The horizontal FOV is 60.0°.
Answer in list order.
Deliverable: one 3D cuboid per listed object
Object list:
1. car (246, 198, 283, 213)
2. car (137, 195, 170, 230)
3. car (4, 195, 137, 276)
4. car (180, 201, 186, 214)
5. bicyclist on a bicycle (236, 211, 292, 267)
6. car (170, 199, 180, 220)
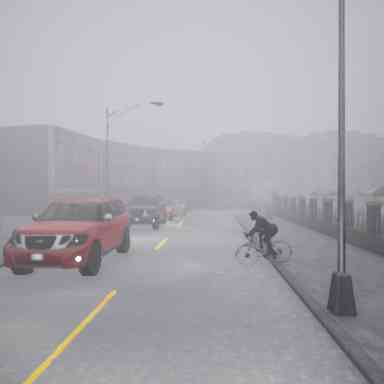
[{"bbox_3d":[8.418,1.451,36.436,4.902,1.511,2.128,0,0,-7],"label":"car"},{"bbox_3d":[-2.989,1.196,21.438,2.150,2.045,5.566,0,0,2],"label":"car"},{"bbox_3d":[-3.543,1.210,10.717,2.150,2.045,5.566,0,0,3],"label":"car"},{"bbox_3d":[-1.854,1.489,31.608,1.812,1.442,4.674,0,0,15],"label":"car"},{"bbox_3d":[2.065,1.374,9.855,1.656,1.620,0.582,-7,0,3],"label":"bicyclist on a bicycle"},{"bbox_3d":[-2.442,1.319,27.186,2.097,1.767,4.553,0,0,3],"label":"car"}]
